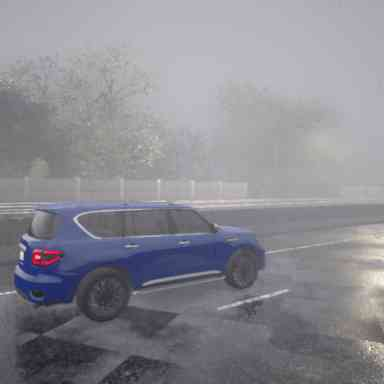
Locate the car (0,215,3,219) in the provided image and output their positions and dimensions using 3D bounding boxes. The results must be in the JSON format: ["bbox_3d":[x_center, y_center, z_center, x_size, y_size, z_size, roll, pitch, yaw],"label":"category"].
[{"bbox_3d":[-12.394,1.547,16.624,5.357,1.411,2.033,0,0,-35],"label":"car"}]

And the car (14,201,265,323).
[{"bbox_3d":[-0.836,1.220,7.455,5.566,2.045,2.150,0,0,-35],"label":"car"}]
